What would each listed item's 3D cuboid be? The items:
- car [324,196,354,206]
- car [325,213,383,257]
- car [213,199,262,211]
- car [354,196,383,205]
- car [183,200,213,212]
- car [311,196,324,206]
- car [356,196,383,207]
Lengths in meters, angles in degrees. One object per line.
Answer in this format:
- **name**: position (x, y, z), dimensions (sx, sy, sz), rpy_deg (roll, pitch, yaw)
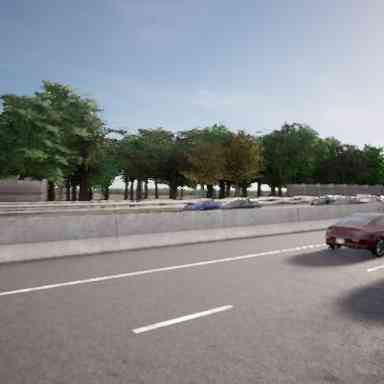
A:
- **car**: position (17.411, 1.379, 37.391), dimensions (5.008, 1.535, 1.882), rpy_deg (-1, 0, -35)
- **car**: position (7.088, 1.536, 12.982), dimensions (4.674, 1.442, 1.812), rpy_deg (0, 0, -35)
- **car**: position (4.833, 1.492, 32.925), dimensions (4.892, 1.490, 1.837), rpy_deg (0, 0, -34)
- **car**: position (19.400, 1.392, 34.512), dimensions (4.902, 1.511, 2.128), rpy_deg (-1, 0, -35)
- **car**: position (1.227, 1.523, 33.830), dimensions (4.674, 1.442, 1.812), rpy_deg (0, 0, -38)
- **car**: position (18.866, 1.327, 46.882), dimensions (4.902, 1.511, 2.128), rpy_deg (-1, 0, -35)
- **car**: position (25.438, 1.294, 47.168), dimensions (4.674, 1.442, 1.812), rpy_deg (-1, 1, -34)
